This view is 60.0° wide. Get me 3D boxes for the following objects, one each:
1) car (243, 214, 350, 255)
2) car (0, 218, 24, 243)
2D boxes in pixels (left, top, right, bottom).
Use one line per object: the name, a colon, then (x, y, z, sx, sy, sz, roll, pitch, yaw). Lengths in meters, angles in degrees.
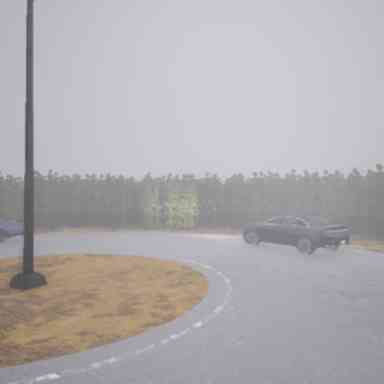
car: (4.317, 1.704, 14.519, 2.128, 1.511, 4.902, 1, -1, -35)
car: (-11.045, 1.809, 16.365, 5.357, 1.411, 2.033, 1, -1, -34)
